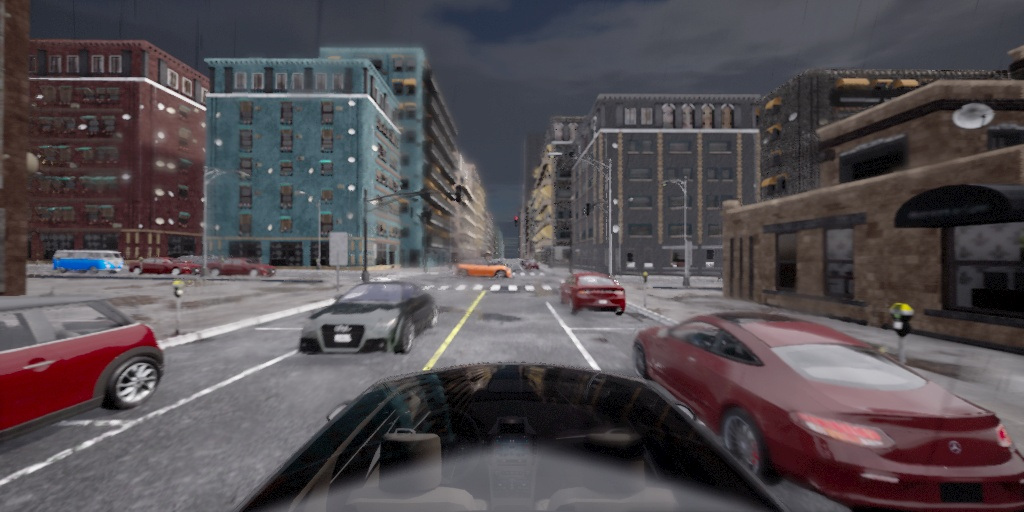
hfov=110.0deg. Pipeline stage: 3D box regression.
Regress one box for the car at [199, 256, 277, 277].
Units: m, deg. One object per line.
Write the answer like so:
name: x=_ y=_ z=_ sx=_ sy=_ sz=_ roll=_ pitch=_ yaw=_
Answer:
car: x=-20.013 y=0.892 z=26.641 sx=4.507 sy=1.381 sz=1.888 roll=0 pitch=0 yaw=-1

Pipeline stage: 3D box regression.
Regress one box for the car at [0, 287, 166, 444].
car: x=-5.819 y=1.189 z=3.223 sx=1.967 sy=1.591 sz=4.097 roll=0 pitch=0 yaw=0

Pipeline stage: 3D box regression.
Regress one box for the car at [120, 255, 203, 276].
car: x=-25.694 y=0.785 z=26.663 sx=4.507 sy=1.381 sz=1.888 roll=0 pitch=0 yaw=-1

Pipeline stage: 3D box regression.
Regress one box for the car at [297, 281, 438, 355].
car: x=-3.086 y=1.308 z=8.536 sx=1.994 sy=1.385 sz=4.181 roll=0 pitch=0 yaw=0

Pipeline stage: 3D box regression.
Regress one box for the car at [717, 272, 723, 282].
car: x=17.934 y=1.610 z=27.073 sx=4.403 sy=1.370 sz=2.007 roll=0 pitch=0 yaw=-1

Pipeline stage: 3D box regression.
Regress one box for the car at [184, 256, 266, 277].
car: x=-23.381 y=0.847 z=29.380 sx=4.902 sy=1.511 sz=2.128 roll=2 pitch=0 yaw=-1

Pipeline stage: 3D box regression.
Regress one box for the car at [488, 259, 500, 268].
car: x=-3.034 y=1.220 z=62.586 sx=1.837 sy=1.490 sz=4.892 roll=0 pitch=0 yaw=1

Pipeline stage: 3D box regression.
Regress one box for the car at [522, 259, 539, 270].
car: x=2.796 y=1.157 z=50.797 sx=1.967 sy=1.591 sz=4.097 roll=0 pitch=0 yaw=0

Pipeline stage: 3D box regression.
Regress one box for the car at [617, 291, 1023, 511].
car: x=2.821 y=1.330 z=4.325 sx=1.802 sy=1.307 sz=4.207 roll=0 pitch=0 yaw=0

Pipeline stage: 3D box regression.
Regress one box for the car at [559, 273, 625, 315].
car: x=2.819 y=1.285 z=13.327 sx=1.888 sy=1.381 sz=4.507 roll=0 pitch=0 yaw=0

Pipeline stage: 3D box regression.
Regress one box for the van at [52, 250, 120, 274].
van: x=-31.380 y=0.474 z=26.610 sx=3.998 sy=1.789 sz=1.690 roll=0 pitch=0 yaw=-1

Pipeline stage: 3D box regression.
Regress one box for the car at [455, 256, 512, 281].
car: x=-2.295 y=1.033 z=29.580 sx=4.553 sy=1.767 sz=2.097 roll=1 pitch=0 yaw=-1
